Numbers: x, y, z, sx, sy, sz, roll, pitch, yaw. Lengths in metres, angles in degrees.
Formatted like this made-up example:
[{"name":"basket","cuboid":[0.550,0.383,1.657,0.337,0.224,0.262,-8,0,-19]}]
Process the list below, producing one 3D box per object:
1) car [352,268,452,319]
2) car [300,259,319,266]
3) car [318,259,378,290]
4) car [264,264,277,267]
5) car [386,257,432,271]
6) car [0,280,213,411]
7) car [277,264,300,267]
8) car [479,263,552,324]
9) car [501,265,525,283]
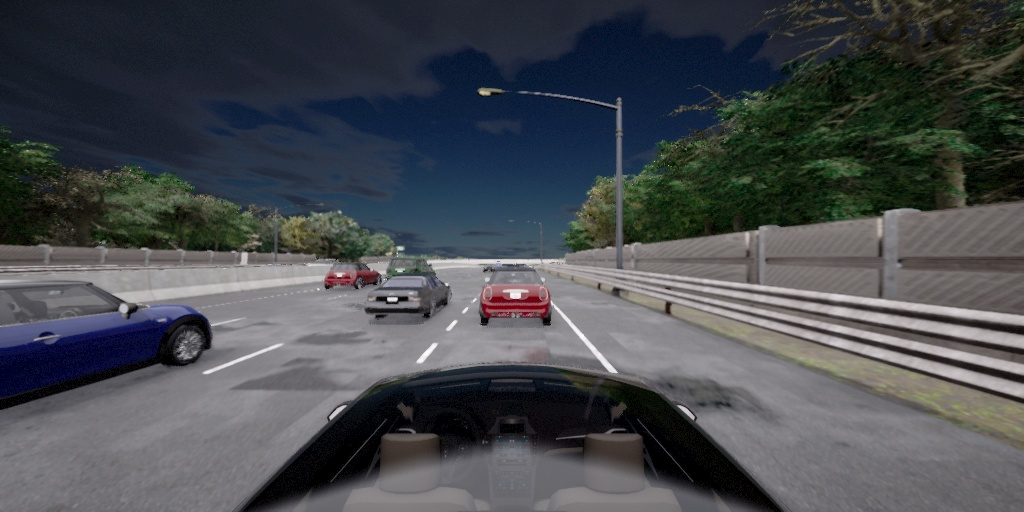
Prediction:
[{"name":"car","cuboid":[-3.500,1.332,12.991,2.033,1.411,5.357,0,0,0]},{"name":"car","cuboid":[-24.576,1.405,46.730,2.150,2.045,5.566,0,-1,0]},{"name":"car","cuboid":[-10.400,1.222,23.747,2.097,1.767,4.553,0,-1,0]},{"name":"car","cuboid":[-31.568,1.756,47.438,1.994,1.385,4.181,0,-1,0]},{"name":"car","cuboid":[-6.900,1.103,24.783,2.150,2.045,5.566,0,-1,0]},{"name":"car","cuboid":[-6.900,1.107,5.105,2.097,1.767,4.553,0,0,0]},{"name":"car","cuboid":[-28.072,1.749,46.964,1.994,1.385,4.181,0,-1,0]},{"name":"car","cuboid":[0.100,1.134,12.179,2.097,1.767,4.553,0,0,0]},{"name":"car","cuboid":[0.100,1.527,31.578,1.994,1.385,4.181,0,-1,0]}]
